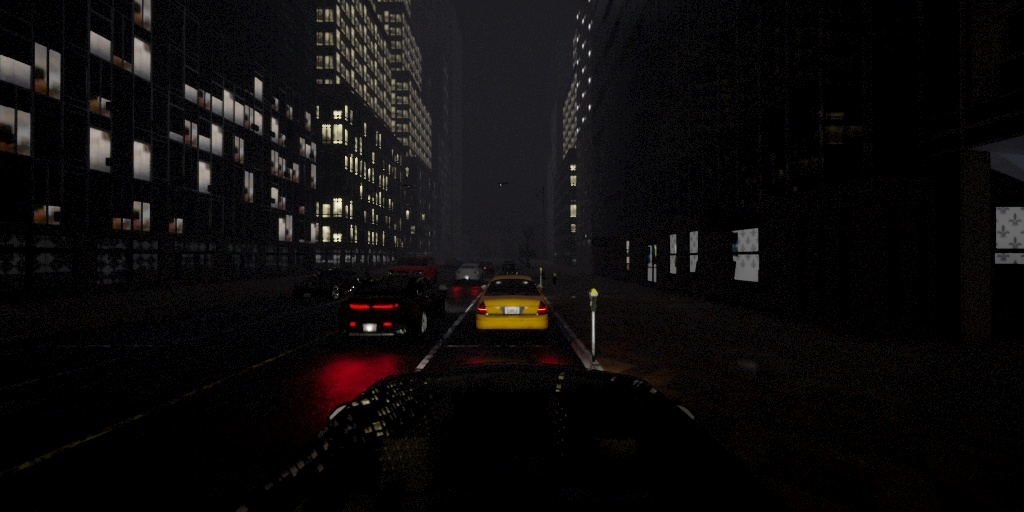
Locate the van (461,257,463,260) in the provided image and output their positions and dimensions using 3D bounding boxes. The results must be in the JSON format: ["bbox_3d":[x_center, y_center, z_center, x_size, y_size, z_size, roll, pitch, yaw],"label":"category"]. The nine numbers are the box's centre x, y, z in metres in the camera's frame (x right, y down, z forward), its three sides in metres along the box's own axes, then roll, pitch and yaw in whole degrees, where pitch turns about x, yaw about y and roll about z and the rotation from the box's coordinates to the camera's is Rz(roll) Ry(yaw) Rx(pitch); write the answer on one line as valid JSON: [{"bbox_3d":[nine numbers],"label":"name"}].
[{"bbox_3d":[-8.836,1.064,57.496,1.690,1.789,3.998,0,0,0],"label":"van"}]

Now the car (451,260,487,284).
[{"bbox_3d":[-3.145,1.269,27.281,1.812,1.442,4.674,0,0,0],"label":"car"}]

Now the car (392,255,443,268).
[{"bbox_3d":[-6.246,0.967,23.191,2.150,2.045,5.566,0,0,0],"label":"car"}]

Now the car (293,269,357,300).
[{"bbox_3d":[-8.836,1.313,17.650,1.948,1.339,4.313,0,0,0],"label":"car"}]

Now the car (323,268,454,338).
[{"bbox_3d":[-3.047,1.256,10.092,1.837,1.490,4.892,0,0,0],"label":"car"}]

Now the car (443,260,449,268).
[{"bbox_3d":[-8.836,1.286,40.419,2.007,1.370,4.403,0,0,0],"label":"car"}]

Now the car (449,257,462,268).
[{"bbox_3d":[-8.836,1.273,51.803,1.888,1.381,4.507,0,0,0],"label":"car"}]

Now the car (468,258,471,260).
[{"bbox_3d":[-8.836,1.300,63.188,1.802,1.307,4.207,0,0,0],"label":"car"}]

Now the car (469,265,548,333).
[{"bbox_3d":[0.004,1.206,10.689,1.801,1.575,5.366,0,0,0],"label":"car"}]

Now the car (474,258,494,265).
[{"bbox_3d":[-3.047,1.299,41.313,1.994,1.385,4.181,0,0,0],"label":"car"}]

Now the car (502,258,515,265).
[{"bbox_3d":[-0.455,1.298,46.099,1.948,1.339,4.313,0,0,0],"label":"car"}]
